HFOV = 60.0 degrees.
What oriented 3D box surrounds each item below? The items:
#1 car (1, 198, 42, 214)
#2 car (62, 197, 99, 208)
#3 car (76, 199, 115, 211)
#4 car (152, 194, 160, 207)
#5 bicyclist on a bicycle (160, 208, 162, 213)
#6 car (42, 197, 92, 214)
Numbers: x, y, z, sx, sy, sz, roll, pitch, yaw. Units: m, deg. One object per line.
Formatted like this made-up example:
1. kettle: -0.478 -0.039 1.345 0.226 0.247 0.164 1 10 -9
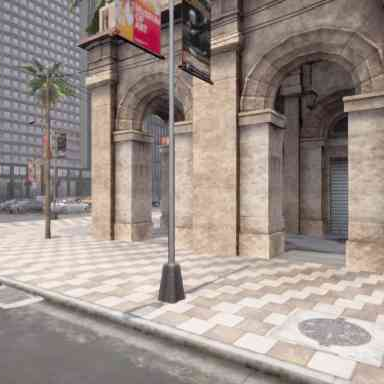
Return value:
1. car: -17.418 1.564 35.396 1.994 1.385 4.181 0 0 36
2. car: -16.192 1.513 48.434 2.161 1.482 4.786 0 0 35
3. car: -12.285 1.601 42.571 1.895 1.301 4.718 0 0 35
4. car: -6.846 1.505 50.151 1.837 1.490 4.892 0 0 36
5. bicyclist on a bicycle: -2.370 1.300 31.537 1.656 1.620 0.582 0 0 36
6. car: -12.943 1.525 35.291 1.812 1.442 4.674 0 0 36
